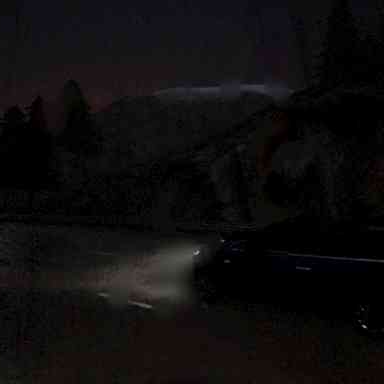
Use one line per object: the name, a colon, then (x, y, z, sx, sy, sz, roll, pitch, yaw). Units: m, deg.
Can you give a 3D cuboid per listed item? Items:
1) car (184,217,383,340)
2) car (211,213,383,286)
car: (2.026, 1.377, 6.821, 4.553, 1.767, 2.097, -1, 0, 35)
car: (3.165, 1.545, 10.302, 4.892, 1.490, 1.837, 0, 0, 35)
